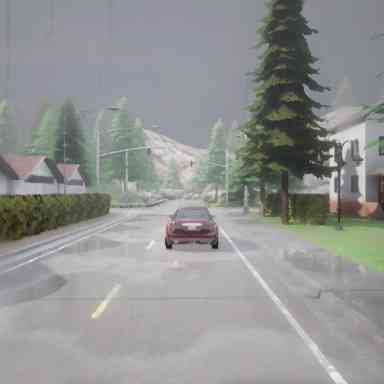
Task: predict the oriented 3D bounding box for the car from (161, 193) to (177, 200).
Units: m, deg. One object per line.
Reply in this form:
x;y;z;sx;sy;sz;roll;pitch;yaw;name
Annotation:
-5.978;1.223;84.119;2.150;2.045;5.566;0;0;-31;car

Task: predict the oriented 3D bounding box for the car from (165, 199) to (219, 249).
0.000;1.364;14.620;2.097;1.767;4.553;0;0;0;car
